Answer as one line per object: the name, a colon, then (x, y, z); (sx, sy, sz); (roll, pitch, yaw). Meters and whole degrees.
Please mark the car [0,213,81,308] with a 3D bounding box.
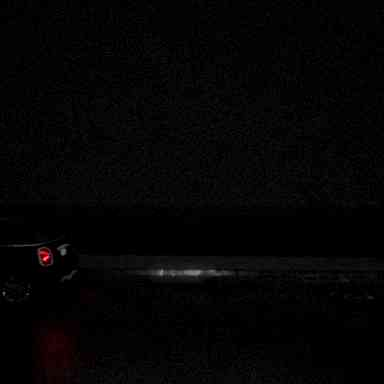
car: (-4.953, 1.324, 7.332); (4.553, 1.767, 2.097); (1, 0, -1)
